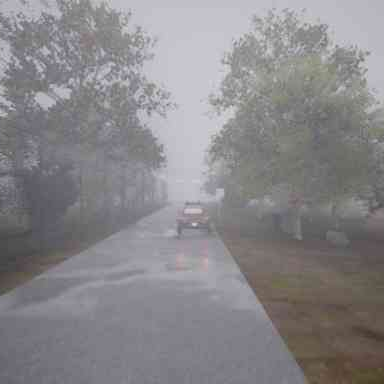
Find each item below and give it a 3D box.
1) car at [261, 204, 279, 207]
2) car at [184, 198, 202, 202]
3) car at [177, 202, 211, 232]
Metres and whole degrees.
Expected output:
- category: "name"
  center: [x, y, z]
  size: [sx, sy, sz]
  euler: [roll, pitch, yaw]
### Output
- category: "car"
  center: [19.917, 4.399, 81.715]
  size: [2.435, 2.045, 5.566]
  euler: [0, 1, -18]
- category: "car"
  center: [0.138, 1.469, 37.857]
  size: [1.882, 1.535, 5.008]
  euler: [0, 0, 0]
- category: "car"
  center: [0.116, 1.521, 19.746]
  size: [1.812, 1.442, 4.674]
  euler: [0, 0, 0]
